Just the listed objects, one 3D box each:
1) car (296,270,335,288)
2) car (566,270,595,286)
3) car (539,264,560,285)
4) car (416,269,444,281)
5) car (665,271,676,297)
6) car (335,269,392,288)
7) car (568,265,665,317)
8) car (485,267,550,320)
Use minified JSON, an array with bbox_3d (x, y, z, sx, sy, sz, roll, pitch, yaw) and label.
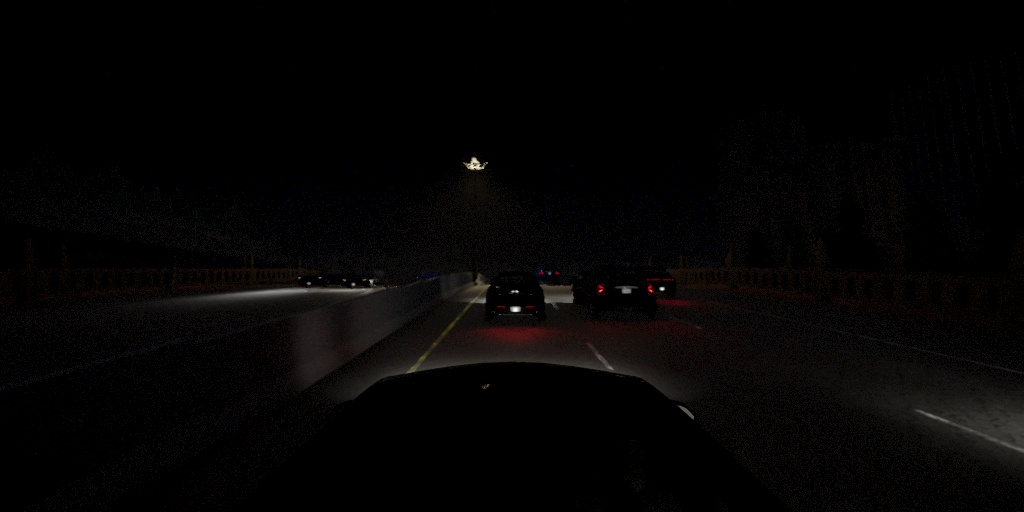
[{"bbox_3d":[-14.097,1.713,27.129,1.895,1.301,4.718,0,-3,0],"label":"car"},{"bbox_3d":[7.102,2.353,37.760,2.128,1.511,4.902,0,-5,0],"label":"car"},{"bbox_3d":[3.602,2.002,36.874,2.150,2.045,5.566,0,-5,0],"label":"car"},{"bbox_3d":[-7.095,1.903,31.624,1.812,1.442,4.674,0,-4,0],"label":"car"},{"bbox_3d":[7.101,1.341,19.376,1.837,1.490,4.892,0,-1,0],"label":"car"},{"bbox_3d":[-10.598,1.635,26.634,2.033,1.411,5.357,0,-3,0],"label":"car"},{"bbox_3d":[3.600,1.127,13.386,2.097,1.767,4.553,0,0,0],"label":"car"},{"bbox_3d":[0.100,1.279,12.707,1.837,1.490,4.892,0,0,0],"label":"car"}]
